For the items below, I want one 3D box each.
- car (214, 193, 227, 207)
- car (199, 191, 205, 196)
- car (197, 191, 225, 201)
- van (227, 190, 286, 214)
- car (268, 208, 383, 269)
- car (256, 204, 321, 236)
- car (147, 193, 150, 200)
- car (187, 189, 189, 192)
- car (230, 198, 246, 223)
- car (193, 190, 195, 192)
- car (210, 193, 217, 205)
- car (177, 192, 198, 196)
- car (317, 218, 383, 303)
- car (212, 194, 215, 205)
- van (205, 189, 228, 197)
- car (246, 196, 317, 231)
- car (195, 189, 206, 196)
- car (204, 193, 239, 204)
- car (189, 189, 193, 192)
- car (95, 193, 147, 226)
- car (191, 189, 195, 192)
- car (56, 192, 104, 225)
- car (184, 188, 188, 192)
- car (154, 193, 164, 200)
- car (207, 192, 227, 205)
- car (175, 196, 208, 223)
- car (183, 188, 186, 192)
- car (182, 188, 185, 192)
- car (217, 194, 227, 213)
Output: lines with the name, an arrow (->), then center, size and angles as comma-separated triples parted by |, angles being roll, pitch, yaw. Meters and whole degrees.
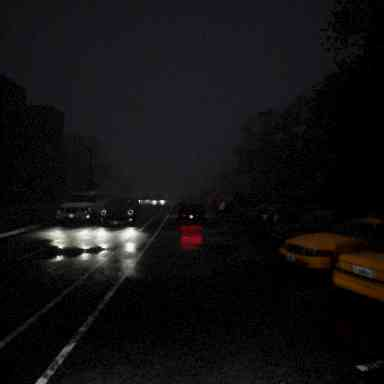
car -> 5.146, 1.173, 30.614 | 5.366, 1.575, 1.946 | 0, 1, -22
car -> 4.214, 0.967, 45.272 | 5.366, 1.575, 1.946 | 0, 1, -23
car -> 3.471, 0.658, 60.162 | 4.553, 1.767, 2.185 | 0, 0, -24
van -> 5.233, 1.024, 24.650 | 4.442, 1.987, 1.878 | 1, 0, -21
car -> 5.123, 1.401, 9.683 | 5.366, 1.575, 1.946 | 1, 1, -20
car -> 5.291, 1.379, 12.721 | 4.892, 1.521, 2.231 | 1, 1, -20
car -> -9.169, 0.820, 64.782 | 1.994, 1.385, 4.181 | 0, 1, -4
car -> 2.056, 0.589, 77.936 | 5.008, 1.535, 2.097 | 0, 1, -26
car -> 5.182, 1.323, 21.634 | 4.674, 1.452, 2.002 | 1, 1, -21
car -> 3.298, 0.750, 63.133 | 4.892, 1.521, 2.231 | 0, 1, -24
car -> 4.749, 1.135, 36.460 | 4.674, 1.452, 2.002 | 0, 1, -22
car -> -0.688, 1.103, 41.629 | 1.994, 1.385, 4.181 | 0, 1, -2
car -> 5.474, 1.431, 6.842 | 5.366, 1.575, 1.946 | 1, 0, -20
car -> 4.869, 1.176, 33.515 | 4.674, 1.452, 2.002 | 0, 1, -22
van -> 4.422, 0.786, 42.327 | 4.442, 1.987, 1.878 | 0, 1, -23
car -> 5.234, 1.222, 15.682 | 4.553, 1.767, 2.185 | 1, 0, -21
car -> 3.919, 0.605, 54.256 | 5.566, 2.045, 2.435 | 0, 0, -24
car -> 4.233, 0.973, 48.312 | 4.674, 1.452, 2.002 | 0, 1, -23
car -> 2.573, 0.650, 72.021 | 5.008, 1.535, 2.097 | 0, 0, -25
car -> -4.393, 1.156, 21.232 | 2.097, 1.767, 4.553 | 0, 1, -1
car -> 2.799, 0.712, 69.047 | 4.792, 1.488, 2.163 | 0, 1, -25
car -> -7.208, 1.013, 22.478 | 2.150, 2.045, 5.566 | 0, 1, -1
car -> 1.170, 0.504, 86.804 | 5.008, 1.535, 2.097 | 0, 1, -26
car -> -6.218, 0.879, 62.811 | 1.895, 1.301, 4.718 | 0, 1, -4
car -> 4.653, 1.094, 39.412 | 4.674, 1.452, 2.002 | 0, 1, -23
car -> -0.088, 1.281, 23.603 | 1.837, 1.490, 4.892 | 0, 1, -1
car -> 0.834, 0.476, 89.763 | 5.008, 1.535, 2.097 | 0, 0, -26
car -> 0.677, 0.447, 92.799 | 5.366, 1.575, 1.946 | 0, 0, -27
car -> 5.048, 1.212, 27.577 | 5.008, 1.535, 2.097 | 0, 0, -22
